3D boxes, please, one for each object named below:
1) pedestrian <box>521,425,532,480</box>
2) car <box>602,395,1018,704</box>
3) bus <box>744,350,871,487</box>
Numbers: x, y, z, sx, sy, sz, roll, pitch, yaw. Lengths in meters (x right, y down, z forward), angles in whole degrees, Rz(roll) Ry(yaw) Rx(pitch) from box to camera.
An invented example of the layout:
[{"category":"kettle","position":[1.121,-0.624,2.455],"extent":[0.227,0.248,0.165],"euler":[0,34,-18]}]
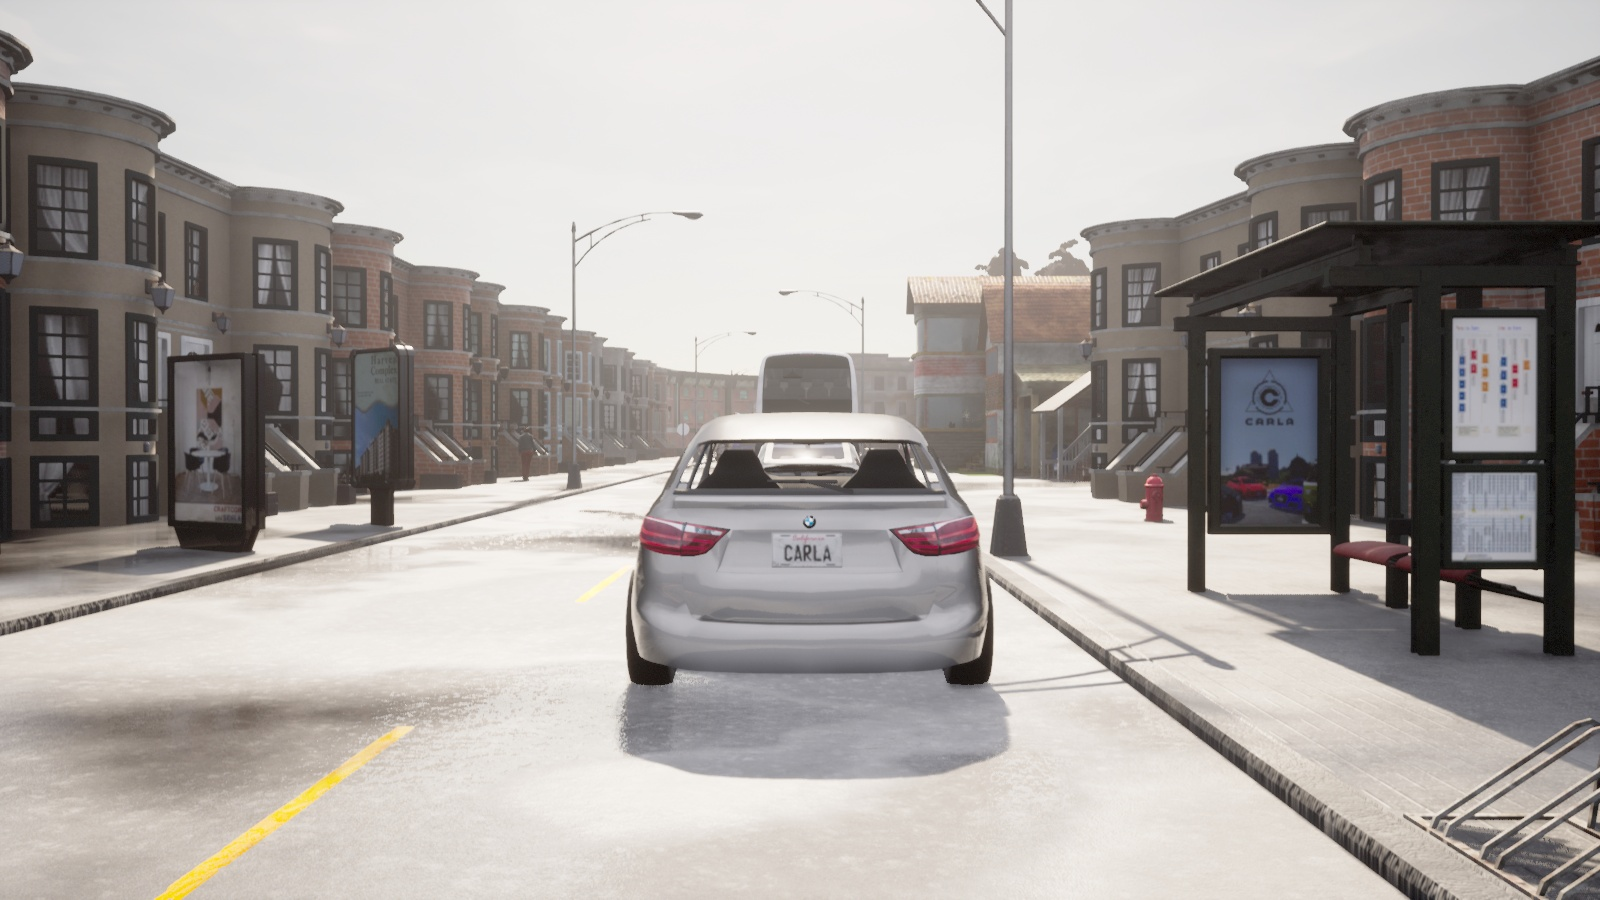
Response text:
[{"category":"pedestrian","position":[-9.133,0.083,41.936],"extent":[0.353,1.847,0.614],"euler":[0,1,-10]},{"category":"car","position":[0.064,0.512,9.074],"extent":[2.242,1.667,4.611],"euler":[0,1,0]},{"category":"bus","position":[0.259,-1.014,44.073],"extent":[3.944,4.253,10.273],"euler":[0,0,0]}]
